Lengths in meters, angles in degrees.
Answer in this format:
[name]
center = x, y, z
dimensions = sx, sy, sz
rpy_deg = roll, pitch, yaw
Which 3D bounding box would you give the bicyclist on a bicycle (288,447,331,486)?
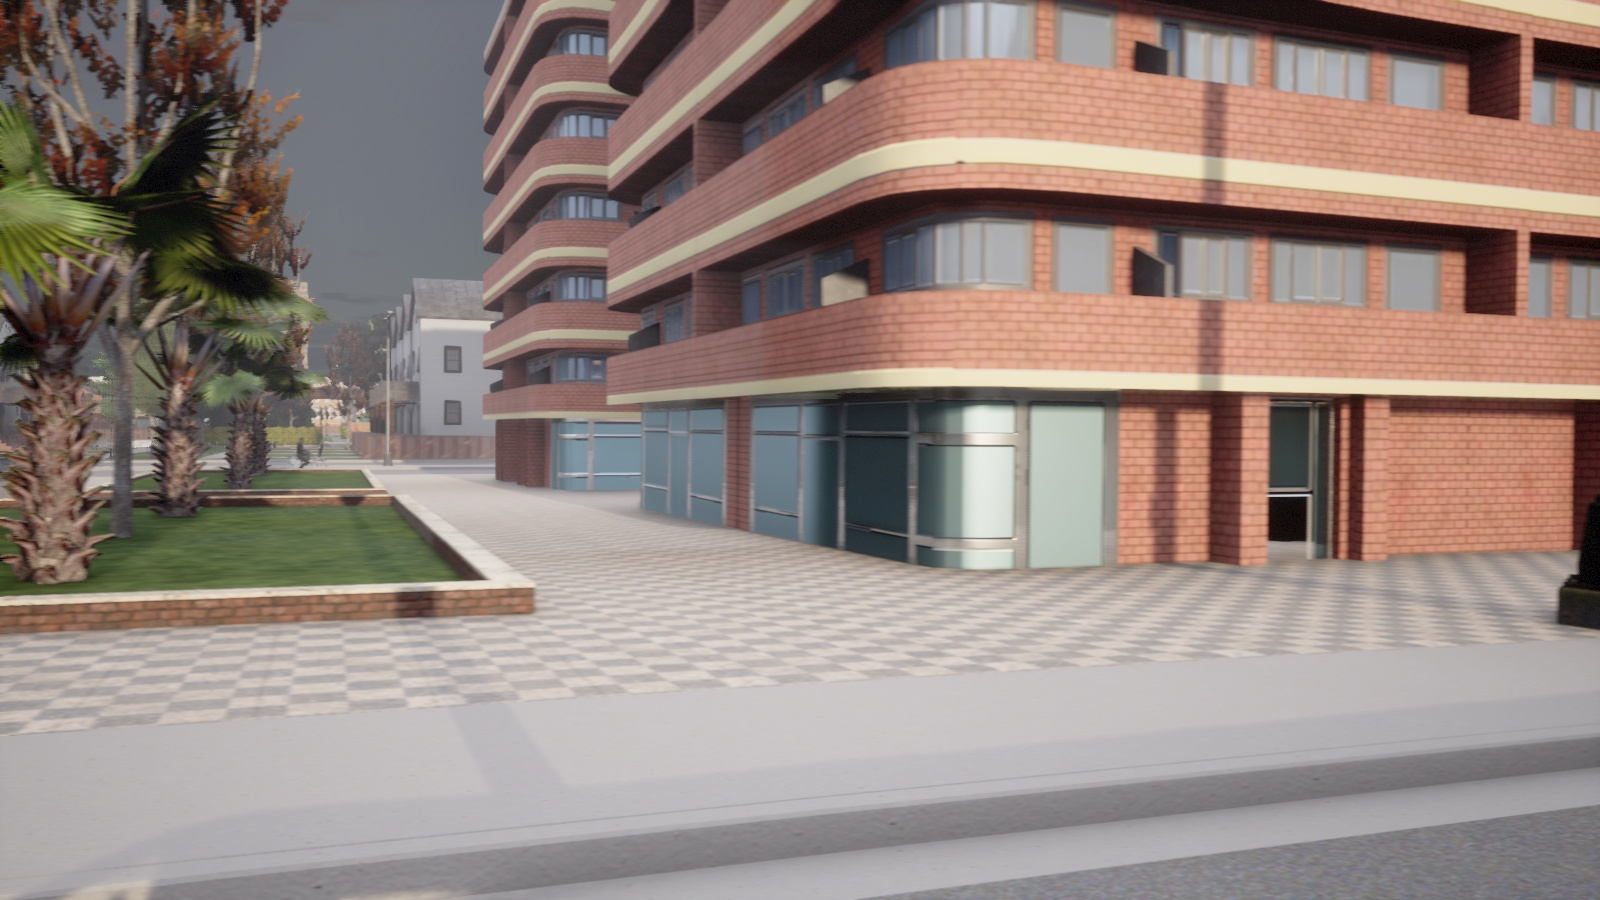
[bicyclist on a bicycle]
center = -23.191, 0.783, 59.440
dimensions = 1.843, 1.776, 0.659
rpy_deg = -1, 1, -21
